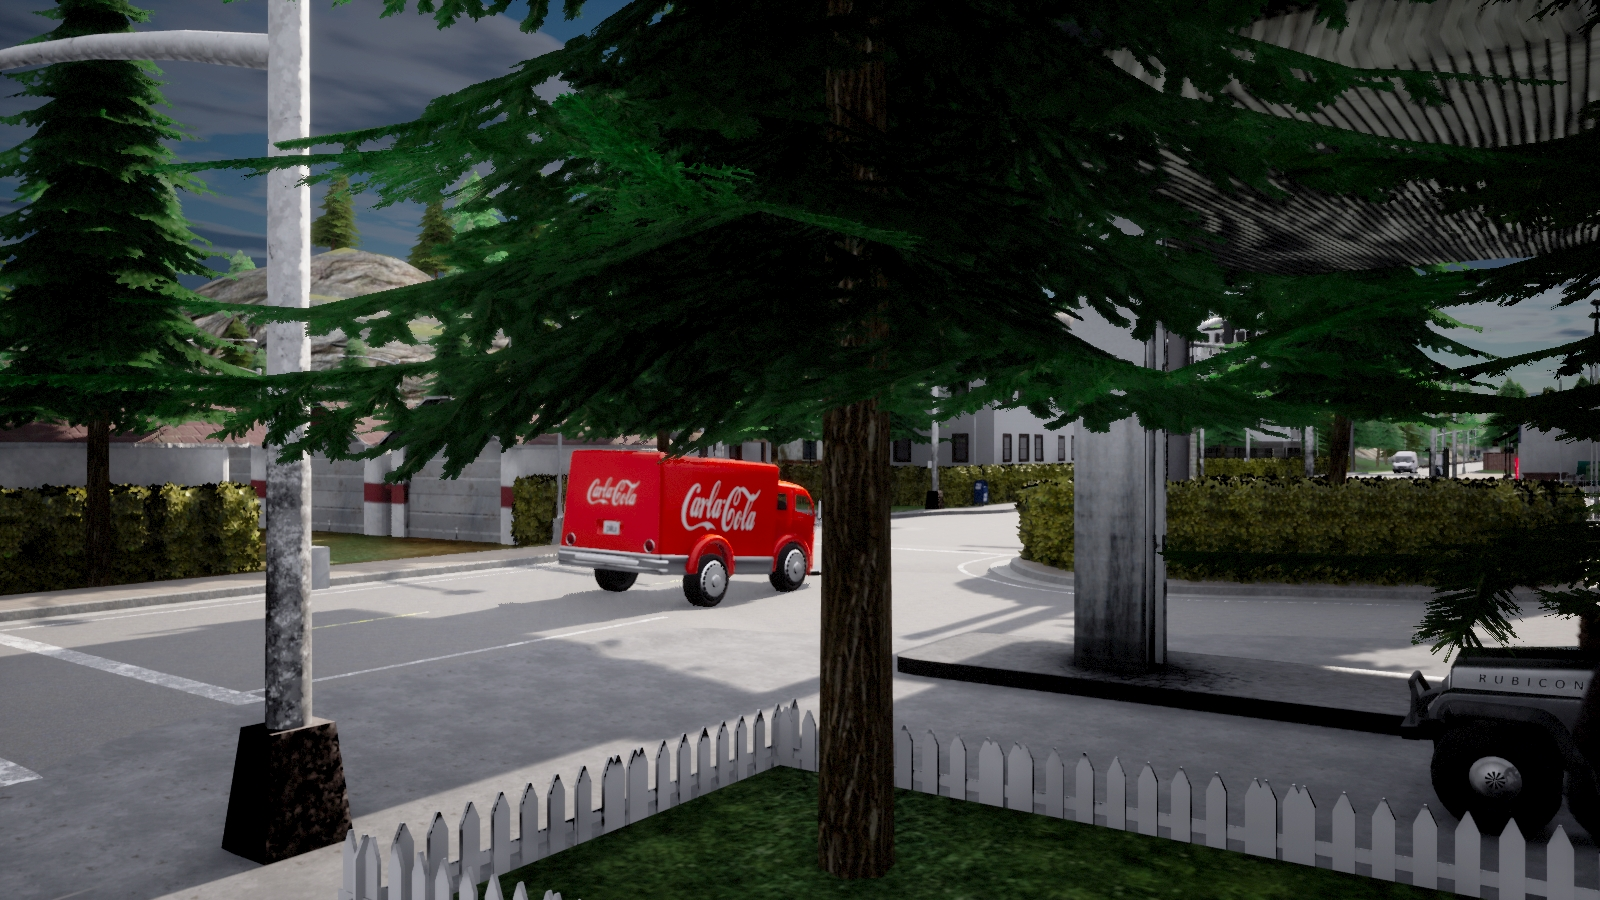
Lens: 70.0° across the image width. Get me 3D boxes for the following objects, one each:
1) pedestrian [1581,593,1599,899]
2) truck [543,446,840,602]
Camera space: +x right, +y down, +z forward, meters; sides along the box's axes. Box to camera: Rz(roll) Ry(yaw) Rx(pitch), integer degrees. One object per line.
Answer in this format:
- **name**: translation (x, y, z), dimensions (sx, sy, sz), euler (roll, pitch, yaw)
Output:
- **pedestrian**: translation (5.036, 1.844, 7.024), dimensions (0.375, 1.860, 0.375), euler (0, 0, 36)
- **truck**: translation (-1.830, 1.403, 21.296), dimensions (2.627, 2.467, 5.204), euler (1, -4, 35)
